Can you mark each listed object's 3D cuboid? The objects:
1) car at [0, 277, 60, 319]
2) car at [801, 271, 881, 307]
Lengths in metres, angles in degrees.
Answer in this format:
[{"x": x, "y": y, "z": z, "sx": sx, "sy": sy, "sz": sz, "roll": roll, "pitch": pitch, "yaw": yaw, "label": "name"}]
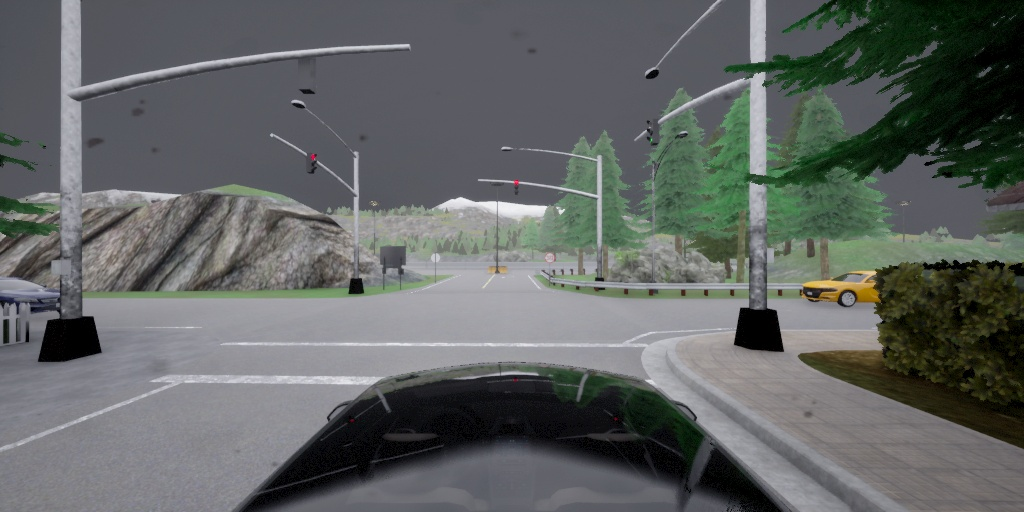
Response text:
[{"x": -18.279, "y": 1.467, "z": 12.677, "sx": 4.674, "sy": 1.442, "sz": 1.812, "roll": 0, "pitch": 0, "yaw": 0, "label": "car"}, {"x": 15.954, "y": 1.419, "z": 16.193, "sx": 5.008, "sy": 1.535, "sz": 1.882, "roll": 0, "pitch": 0, "yaw": 0, "label": "car"}]
